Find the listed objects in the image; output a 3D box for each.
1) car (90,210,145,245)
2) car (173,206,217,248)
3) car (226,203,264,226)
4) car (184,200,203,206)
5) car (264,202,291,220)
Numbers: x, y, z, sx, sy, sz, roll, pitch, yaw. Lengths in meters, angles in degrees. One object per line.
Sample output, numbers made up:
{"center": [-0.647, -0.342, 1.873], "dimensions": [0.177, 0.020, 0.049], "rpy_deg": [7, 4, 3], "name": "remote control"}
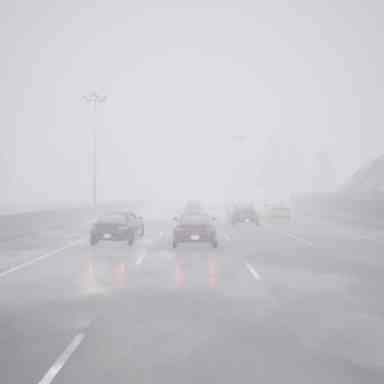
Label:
{"center": [-3.383, 1.575, 15.579], "dimensions": [1.812, 1.442, 4.674], "rpy_deg": [0, 0, 0], "name": "car"}
{"center": [0.116, 1.576, 15.044], "dimensions": [1.812, 1.442, 4.674], "rpy_deg": [0, 0, 0], "name": "car"}
{"center": [3.626, 1.590, 24.213], "dimensions": [1.837, 1.490, 4.892], "rpy_deg": [0, 0, 0], "name": "car"}
{"center": [0.143, 1.629, 37.053], "dimensions": [1.837, 1.490, 4.892], "rpy_deg": [0, 0, 0], "name": "car"}
{"center": [7.133, 1.579, 28.930], "dimensions": [1.882, 1.535, 5.008], "rpy_deg": [0, 0, 0], "name": "car"}
